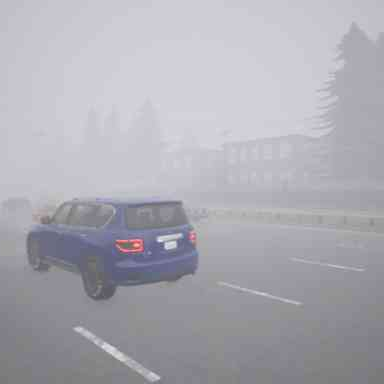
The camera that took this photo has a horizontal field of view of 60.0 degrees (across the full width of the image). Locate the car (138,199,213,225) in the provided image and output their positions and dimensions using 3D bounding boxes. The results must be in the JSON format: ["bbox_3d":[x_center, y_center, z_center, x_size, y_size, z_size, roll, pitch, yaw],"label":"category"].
[{"bbox_3d":[-1.243,1.273,22.487,2.033,1.411,5.357,-1,1,-44],"label":"car"}]

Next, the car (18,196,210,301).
[{"bbox_3d":[-2.288,1.133,8.459,2.150,2.045,5.566,-1,1,-44],"label":"car"}]

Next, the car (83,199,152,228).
[{"bbox_3d":[-4.866,1.256,21.198,1.882,1.535,5.008,-1,1,-44],"label":"car"}]

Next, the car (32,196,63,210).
[{"bbox_3d":[-16.794,1.240,38.567,1.994,1.385,4.181,-1,1,-44],"label":"car"}]

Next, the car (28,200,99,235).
[{"bbox_3d":[-7.358,1.311,18.741,1.882,1.535,5.008,-1,1,-44],"label":"car"}]

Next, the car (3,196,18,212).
[{"bbox_3d":[-18.612,1.239,35.409,1.837,1.490,4.892,-1,1,-44],"label":"car"}]
